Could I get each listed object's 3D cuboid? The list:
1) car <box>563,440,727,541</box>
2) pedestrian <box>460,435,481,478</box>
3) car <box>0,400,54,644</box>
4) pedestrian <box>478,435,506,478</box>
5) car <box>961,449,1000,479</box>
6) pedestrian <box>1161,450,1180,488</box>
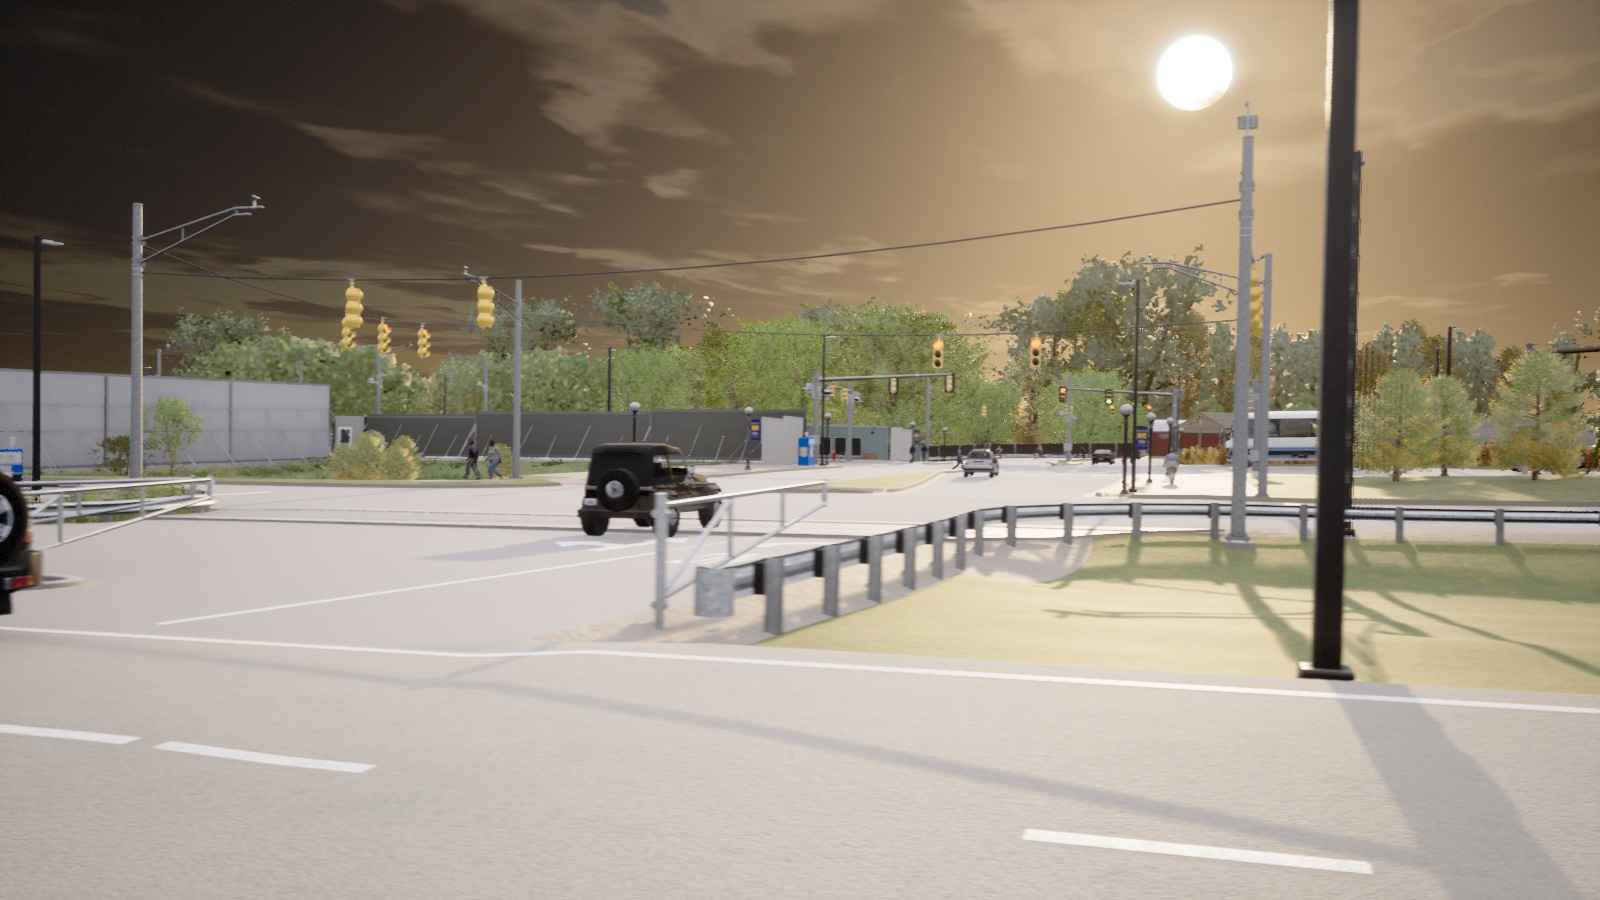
[{"bbox_3d":[-3.135,0.753,26.170,1.905,1.878,3.866,1,1,19],"label":"car"},{"bbox_3d":[-14.471,0.289,55.177,0.849,1.883,0.563,1,1,-11],"label":"pedestrian"},{"bbox_3d":[-8.438,0.502,9.762,4.605,1.855,1.932,1,-1,18],"label":"car"},{"bbox_3d":[-13.601,0.295,55.412,0.900,1.855,0.874,0,2,-39],"label":"pedestrian"},{"bbox_3d":[10.620,0.779,73.672,1.851,1.617,3.988,1,1,14],"label":"car"},{"bbox_3d":[18.589,0.949,63.008,0.874,1.855,0.900,2,1,18],"label":"pedestrian"}]
